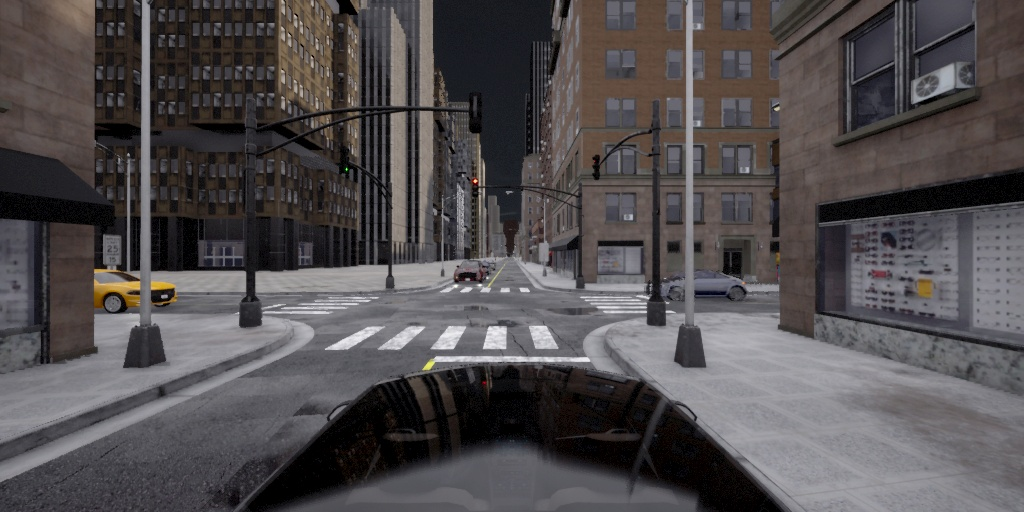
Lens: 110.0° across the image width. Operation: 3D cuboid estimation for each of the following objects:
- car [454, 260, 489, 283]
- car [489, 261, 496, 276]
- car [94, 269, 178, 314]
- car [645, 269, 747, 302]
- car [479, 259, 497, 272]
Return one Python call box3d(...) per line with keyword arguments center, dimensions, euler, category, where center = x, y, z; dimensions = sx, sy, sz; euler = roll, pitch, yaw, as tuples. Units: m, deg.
box3d(center=(-3.156, 1.103, 27.828), dimensions=(2.097, 1.767, 4.553), euler=(0, 0, 0), category="car")
box3d(center=(-3.171, 1.299, 38.087), dimensions=(2.033, 1.411, 5.357), euler=(0, 0, 0), category="car")
box3d(center=(-15.368, 1.232, 13.261), dimensions=(5.008, 1.535, 1.882), euler=(0, 0, 0), category="car")
box3d(center=(8.427, 1.315, 16.622), dimensions=(4.181, 1.385, 1.994), euler=(0, 0, -1), category="car")
box3d(center=(-3.183, 1.243, 48.505), dimensions=(2.128, 1.511, 4.902), euler=(0, 0, 0), category="car")
